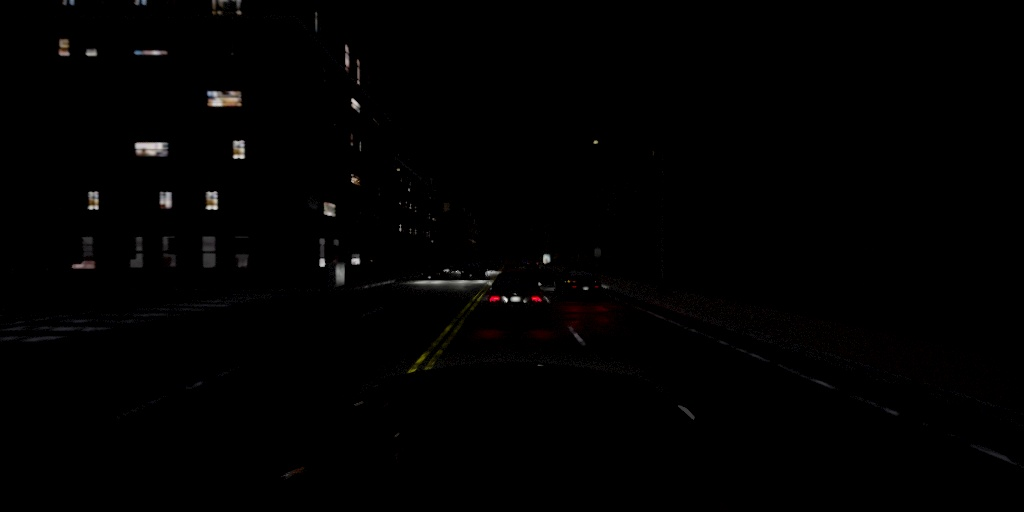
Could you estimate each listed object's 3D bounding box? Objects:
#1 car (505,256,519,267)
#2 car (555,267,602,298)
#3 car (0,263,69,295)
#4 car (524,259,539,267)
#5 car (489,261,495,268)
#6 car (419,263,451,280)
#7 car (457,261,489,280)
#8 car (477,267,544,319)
[{"bbox_3d":[-0.010,1.032,57.741,2.150,2.045,5.566,0,0,0],"label":"car"},{"bbox_3d":[3.345,1.292,18.543,1.812,1.442,4.674,0,0,0],"label":"car"},{"bbox_3d":[-22.810,0.985,16.105,4.403,1.370,2.007,0,0,-1],"label":"car"},{"bbox_3d":[3.240,1.375,58.128,1.994,1.385,4.181,0,0,0],"label":"car"},{"bbox_3d":[-3.334,1.401,49.834,1.895,1.301,4.718,0,0,0],"label":"car"},{"bbox_3d":[-6.605,1.327,31.340,2.033,1.411,5.357,0,0,0],"label":"car"},{"bbox_3d":[-3.359,1.305,31.575,1.812,1.442,4.674,0,0,0],"label":"car"},{"bbox_3d":[0.104,1.295,12.815,2.033,1.411,5.357,0,0,0],"label":"car"}]
